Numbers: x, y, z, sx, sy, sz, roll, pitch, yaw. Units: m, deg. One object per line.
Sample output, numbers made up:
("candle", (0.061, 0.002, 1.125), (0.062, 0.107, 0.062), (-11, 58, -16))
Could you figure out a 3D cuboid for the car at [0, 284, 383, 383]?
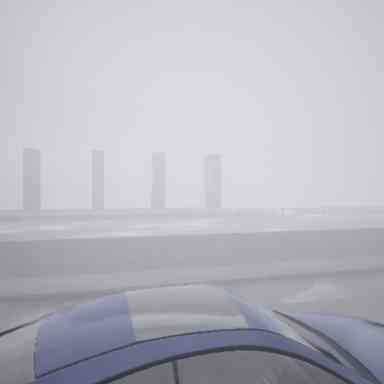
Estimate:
("car", (0.160, 1.525, 2.553), (4.674, 1.442, 1.812), (0, 0, -16))
